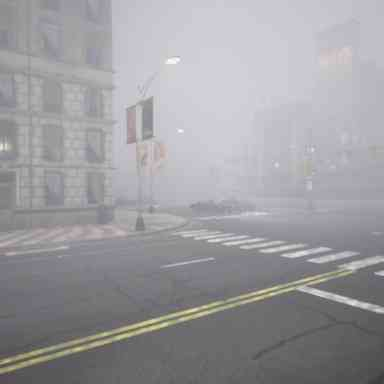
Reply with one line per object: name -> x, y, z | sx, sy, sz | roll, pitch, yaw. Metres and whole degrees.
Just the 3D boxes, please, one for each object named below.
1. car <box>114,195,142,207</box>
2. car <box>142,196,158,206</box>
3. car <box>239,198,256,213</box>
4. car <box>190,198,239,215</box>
car -> -9.298, 1.232, 46.082 | 1.882, 1.535, 5.008 | -1, 0, -36
car -> -6.615, 1.274, 48.347 | 1.994, 1.385, 4.181 | -1, 0, -36
car -> 4.351, 1.272, 33.117 | 1.994, 1.385, 4.181 | -1, 1, -37
car -> 1.806, 1.356, 30.446 | 1.895, 1.301, 4.718 | -1, 1, -34
